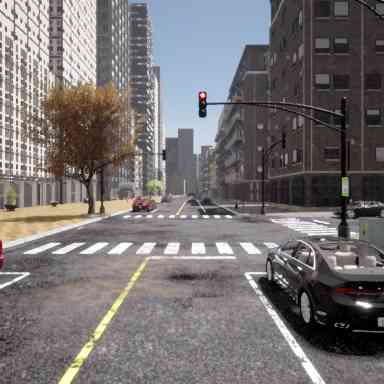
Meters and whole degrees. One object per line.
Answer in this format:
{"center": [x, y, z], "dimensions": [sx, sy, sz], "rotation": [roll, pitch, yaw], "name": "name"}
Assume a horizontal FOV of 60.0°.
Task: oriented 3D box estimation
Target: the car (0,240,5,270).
{"center": [-5.692, 1.545, 6.750], "dimensions": [1.887, 1.381, 4.507], "rotation": [0, 0, 0], "name": "car"}

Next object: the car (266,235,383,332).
{"center": [2.688, 1.551, 6.752], "dimensions": [2.008, 1.369, 4.403], "rotation": [0, 0, 0], "name": "car"}

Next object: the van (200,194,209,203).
{"center": [2.669, 1.402, 72.278], "dimensions": [1.690, 1.788, 3.998], "rotation": [0, 0, 0], "name": "van"}

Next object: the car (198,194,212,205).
{"center": [2.673, 1.610, 61.231], "dimensions": [1.947, 1.339, 4.313], "rotation": [0, 0, 0], "name": "car"}

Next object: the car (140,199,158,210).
{"center": [-5.704, 1.592, 44.661], "dimensions": [1.947, 1.339, 4.313], "rotation": [0, 0, 0], "name": "car"}

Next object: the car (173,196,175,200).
{"center": [-5.713, 1.386, 77.798], "dimensions": [2.192, 1.841, 5.009], "rotation": [0, 0, 0], "name": "car"}

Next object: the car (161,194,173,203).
{"center": [-5.712, 1.627, 72.276], "dimensions": [1.947, 1.339, 4.313], "rotation": [0, 0, 0], "name": "car"}

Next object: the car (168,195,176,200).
{"center": [-5.718, 1.654, 94.367], "dimensions": [2.008, 1.369, 4.403], "rotation": [0, 0, 0], "name": "car"}

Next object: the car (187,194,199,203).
{"center": [-0.020, 1.656, 68.907], "dimensions": [1.895, 1.301, 4.718], "rotation": [0, 0, 0], "name": "car"}

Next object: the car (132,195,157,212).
{"center": [-5.702, 1.336, 39.138], "dimensions": [2.192, 1.841, 5.009], "rotation": [0, 0, 0], "name": "car"}

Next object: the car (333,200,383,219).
{"center": [13.419, 1.350, 26.161], "dimensions": [4.403, 1.369, 2.008], "rotation": [-1, 1, -1], "name": "car"}

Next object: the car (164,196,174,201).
{"center": [-5.715, 1.632, 83.321], "dimensions": [2.008, 1.369, 4.403], "rotation": [0, 0, 0], "name": "car"}
